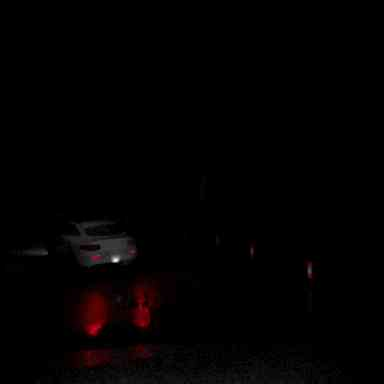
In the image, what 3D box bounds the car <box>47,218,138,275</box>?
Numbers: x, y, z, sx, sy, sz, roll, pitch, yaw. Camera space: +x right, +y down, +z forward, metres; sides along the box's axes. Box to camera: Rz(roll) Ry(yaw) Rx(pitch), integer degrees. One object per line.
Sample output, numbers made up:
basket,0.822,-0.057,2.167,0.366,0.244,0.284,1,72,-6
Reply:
car,-3.330,1.586,10.879,1.812,1.442,4.674,-3,1,-34
